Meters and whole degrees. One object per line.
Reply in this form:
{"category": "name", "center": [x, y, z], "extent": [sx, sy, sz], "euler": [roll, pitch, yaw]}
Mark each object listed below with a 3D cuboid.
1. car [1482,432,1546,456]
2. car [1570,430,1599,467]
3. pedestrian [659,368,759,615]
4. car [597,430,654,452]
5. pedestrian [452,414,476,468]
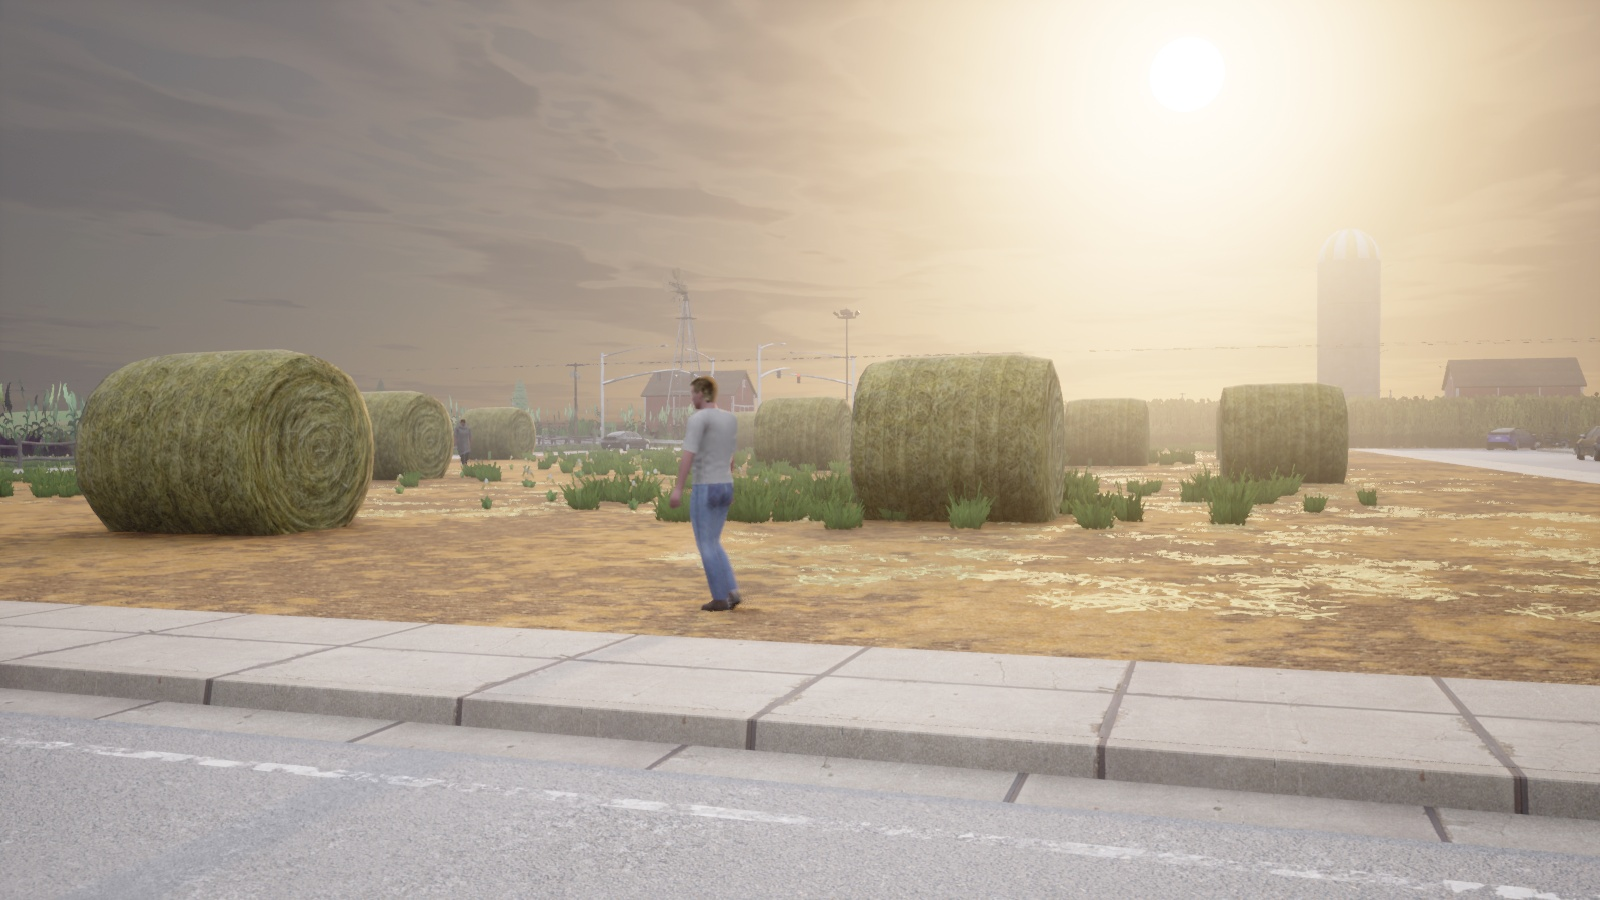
{"category": "car", "center": [47.589, -0.404, 83.677], "extent": [4.514, 1.525, 2.007], "euler": [0, 1, -36]}
{"category": "car", "center": [36.704, -0.080, 57.194], "extent": [1.851, 1.617, 3.988], "euler": [1, 1, 18]}
{"category": "pedestrian", "center": [-0.707, 0.303, 9.704], "extent": [0.706, 1.836, 0.354], "euler": [1, 1, 37]}
{"category": "car", "center": [-12.362, -0.680, 89.347], "extent": [1.837, 1.490, 4.892], "euler": [1, 1, 21]}
{"category": "pedestrian", "center": [-12.364, -0.341, 46.250], "extent": [0.659, 1.952, 0.873], "euler": [0, 1, -29]}
